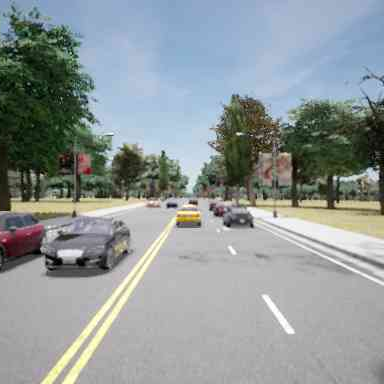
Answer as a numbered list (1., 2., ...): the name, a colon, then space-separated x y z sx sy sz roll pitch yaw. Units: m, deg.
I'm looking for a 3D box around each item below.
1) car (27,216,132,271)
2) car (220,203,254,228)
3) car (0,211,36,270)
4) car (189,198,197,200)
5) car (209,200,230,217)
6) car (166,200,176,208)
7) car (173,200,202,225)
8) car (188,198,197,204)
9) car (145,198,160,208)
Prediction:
1. car: -3.328 1.623 11.481 2.128 1.511 4.902 0 -1 0
2. car: 3.300 1.754 24.105 1.812 1.442 4.674 0 0 0
3. car: -6.578 1.477 10.868 2.097 1.767 4.553 0 -1 0
4. car: 0.221 1.949 65.421 1.882 1.535 5.008 0 0 1
5. car: 3.324 1.789 35.135 2.163 1.488 4.792 0 0 0
6. car: -3.224 1.992 53.998 1.895 1.301 4.718 0 0 0
7. car: -0.177 1.695 26.061 1.801 1.575 5.366 0 0 2
8. car: 0.167 2.101 76.949 2.033 1.411 5.357 0 0 0
9. car: -6.465 1.748 54.892 2.097 1.767 4.553 0 0 0
